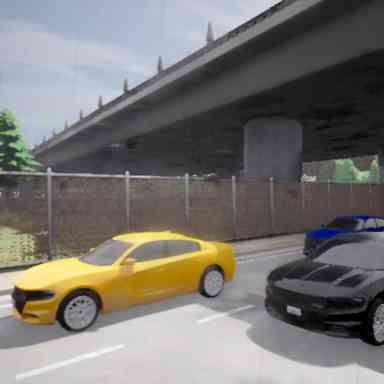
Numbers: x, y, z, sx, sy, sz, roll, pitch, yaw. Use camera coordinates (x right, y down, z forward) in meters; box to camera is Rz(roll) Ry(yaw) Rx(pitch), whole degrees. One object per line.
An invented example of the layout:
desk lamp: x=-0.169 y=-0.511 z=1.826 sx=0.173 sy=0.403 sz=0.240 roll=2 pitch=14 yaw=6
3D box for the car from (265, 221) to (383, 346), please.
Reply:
car: x=3.565 y=1.581 z=6.730 sx=5.008 sy=1.535 sz=1.882 roll=0 pitch=-2 yaw=-38

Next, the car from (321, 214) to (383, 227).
car: x=6.554 y=1.686 z=13.449 sx=5.008 sy=1.535 sz=1.882 roll=0 pitch=-2 yaw=-38

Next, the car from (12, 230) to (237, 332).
car: x=-1.207 y=1.685 z=7.468 sx=5.008 sy=1.535 sz=1.882 roll=0 pitch=-2 yaw=-38
